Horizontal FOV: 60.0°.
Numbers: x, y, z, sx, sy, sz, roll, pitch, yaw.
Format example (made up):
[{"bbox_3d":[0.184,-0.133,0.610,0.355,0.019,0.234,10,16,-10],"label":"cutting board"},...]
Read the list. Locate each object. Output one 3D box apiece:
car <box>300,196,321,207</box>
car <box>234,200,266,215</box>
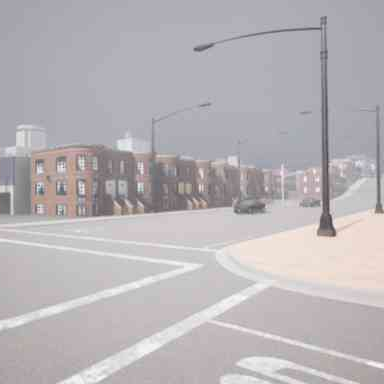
[{"bbox_3d":[18.449,1.464,51.962,2.097,1.767,4.553,-1,-1,37],"label":"car"},{"bbox_3d":[6.286,1.590,35.877,1.882,1.535,5.008,-1,0,37],"label":"car"}]
